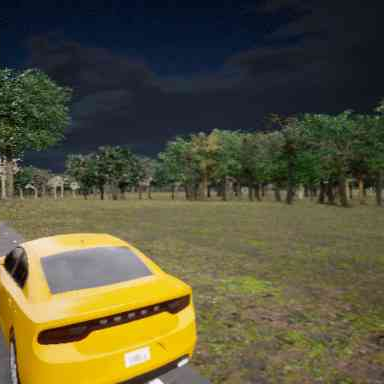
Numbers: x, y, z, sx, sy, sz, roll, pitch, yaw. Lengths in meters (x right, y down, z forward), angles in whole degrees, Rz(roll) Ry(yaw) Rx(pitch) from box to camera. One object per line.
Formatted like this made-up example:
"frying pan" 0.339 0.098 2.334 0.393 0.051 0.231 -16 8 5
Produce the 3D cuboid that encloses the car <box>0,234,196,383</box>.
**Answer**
"car" -1.928 1.399 5.190 1.882 1.535 5.008 -2 2 -35
